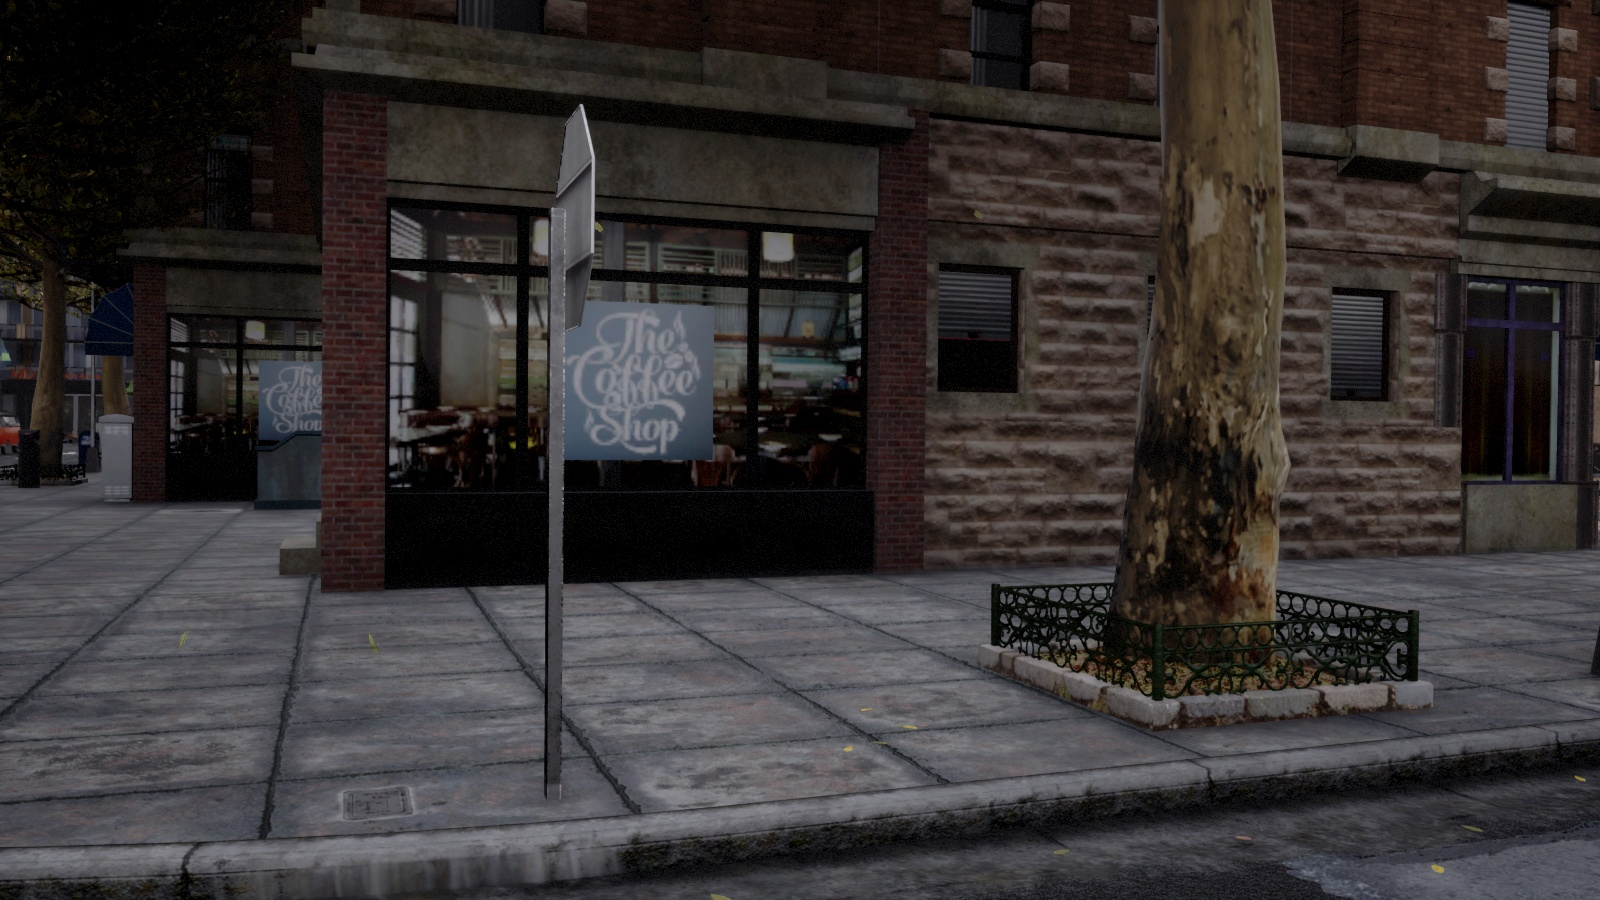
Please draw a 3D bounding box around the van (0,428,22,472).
[{"bbox_3d":[-37.749,0.005,58.621,1.775,1.987,4.442,-1,1,-23],"label":"van"}]

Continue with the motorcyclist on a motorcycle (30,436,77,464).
[{"bbox_3d":[-46.091,-0.016,77.595,2.350,1.649,0.766,-1,1,-20],"label":"motorcyclist on a motorcycle"}]
